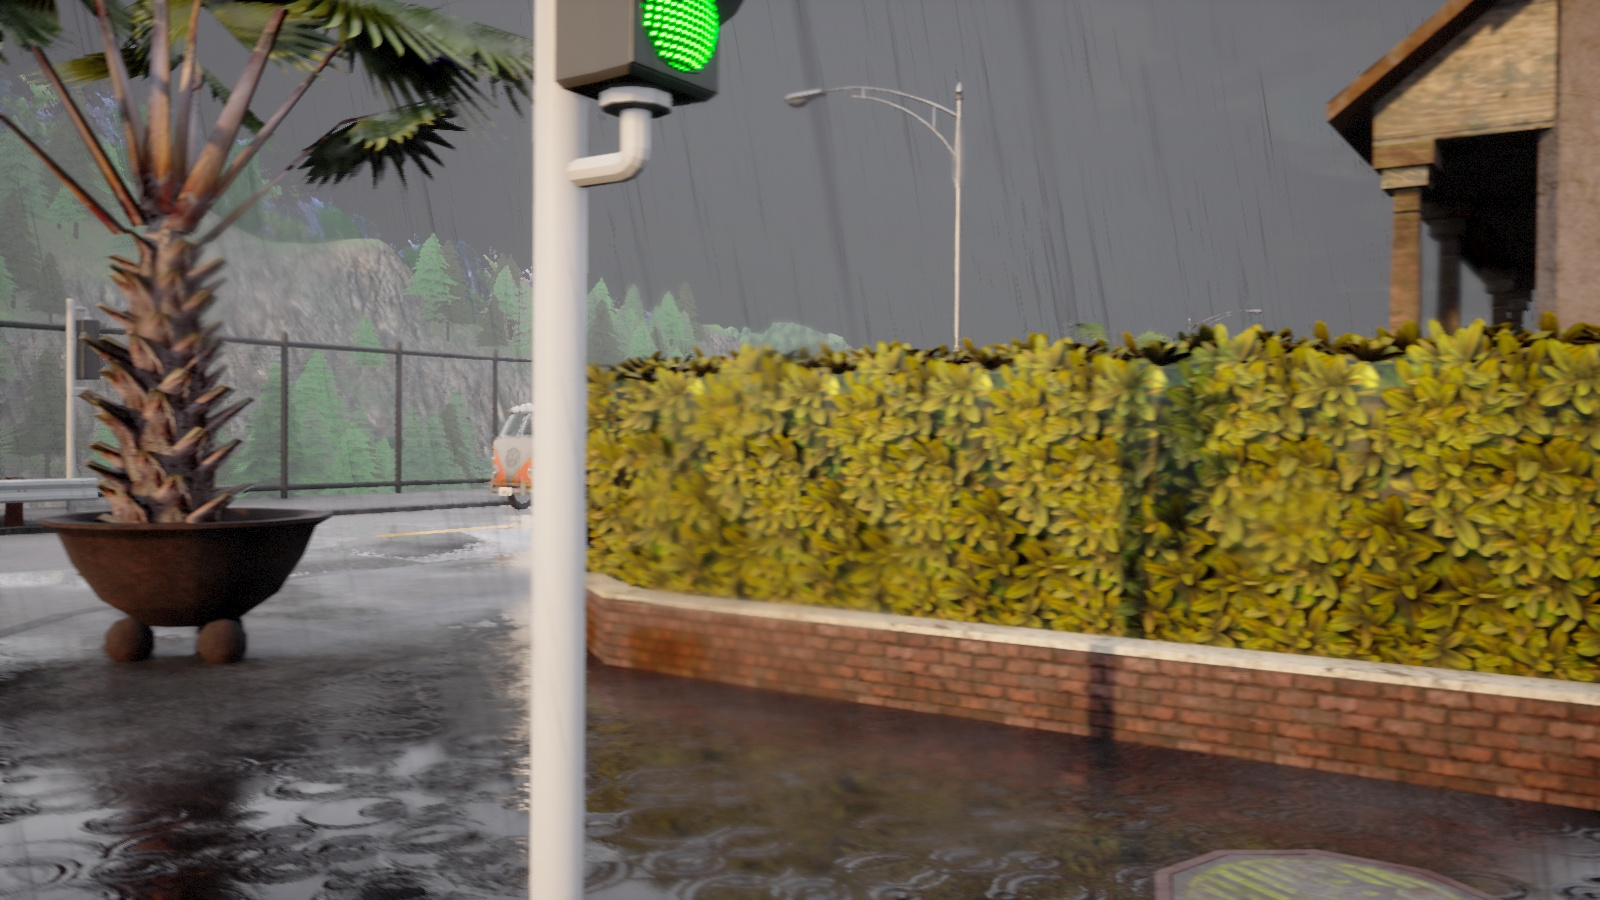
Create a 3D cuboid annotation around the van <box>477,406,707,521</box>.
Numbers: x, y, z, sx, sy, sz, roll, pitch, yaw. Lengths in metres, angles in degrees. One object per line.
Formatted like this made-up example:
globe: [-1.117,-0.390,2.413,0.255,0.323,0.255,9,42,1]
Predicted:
van: [-3.856,0.204,24.028,1.775,1.987,4.442,0,1,34]
